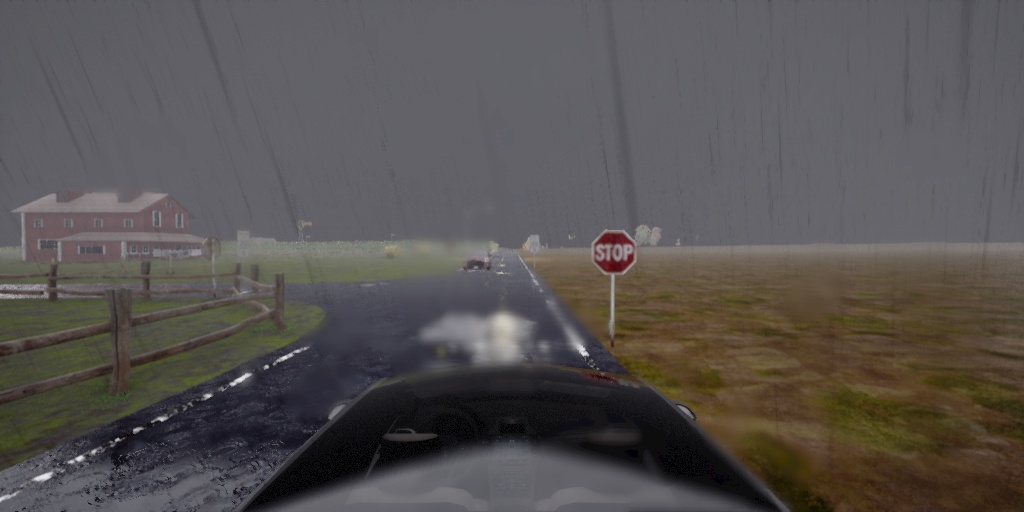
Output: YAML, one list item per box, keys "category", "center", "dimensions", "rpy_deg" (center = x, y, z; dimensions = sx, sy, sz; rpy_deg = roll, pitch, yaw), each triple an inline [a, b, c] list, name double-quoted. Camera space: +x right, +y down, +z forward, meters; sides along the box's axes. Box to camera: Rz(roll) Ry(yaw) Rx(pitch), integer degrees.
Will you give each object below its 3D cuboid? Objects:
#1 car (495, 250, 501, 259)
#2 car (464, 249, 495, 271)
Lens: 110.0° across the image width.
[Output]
- category: "car"
  center: [-2.759, -0.302, 57.791]
  dimensions: [1.994, 1.385, 4.181]
  rpy_deg: [0, 2, 0]
- category: "car"
  center: [-2.752, 0.239, 29.833]
  dimensions: [2.097, 1.767, 4.553]
  rpy_deg: [0, 1, 0]
